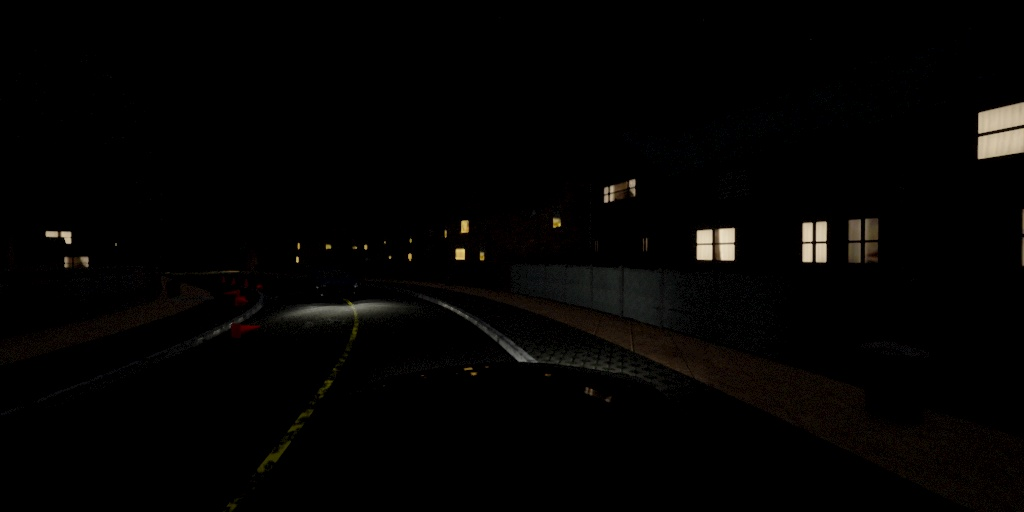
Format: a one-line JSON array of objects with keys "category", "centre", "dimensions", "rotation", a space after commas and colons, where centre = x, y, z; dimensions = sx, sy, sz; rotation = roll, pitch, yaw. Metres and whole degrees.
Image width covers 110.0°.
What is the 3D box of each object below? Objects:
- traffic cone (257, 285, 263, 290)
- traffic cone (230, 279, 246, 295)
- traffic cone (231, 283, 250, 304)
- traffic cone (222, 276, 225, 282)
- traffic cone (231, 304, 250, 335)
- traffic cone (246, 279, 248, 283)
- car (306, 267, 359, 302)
[{"category": "traffic cone", "centre": [-16.623, 1.779, 23.616], "dimensions": [0.340, 0.580, 0.340], "rotation": [0, 0, 44]}, {"category": "traffic cone", "centre": [-13.260, 1.518, 17.365], "dimensions": [0.340, 0.580, 0.340], "rotation": [0, 0, -21]}, {"category": "traffic cone", "centre": [-10.536, 1.462, 13.905], "dimensions": [0.340, 0.580, 0.340], "rotation": [0, 0, 29]}, {"category": "traffic cone", "centre": [-27.583, 2.232, 34.296], "dimensions": [0.340, 0.580, 0.340], "rotation": [0, 0, 43]}, {"category": "traffic cone", "centre": [-6.827, 1.560, 8.861], "dimensions": [0.340, 0.580, 0.340], "rotation": [0, 0, 22]}, {"category": "traffic cone", "centre": [-20.316, 2.048, 27.425], "dimensions": [0.340, 0.580, 0.340], "rotation": [0, 0, 43]}, {"category": "car", "centre": [-9.105, 1.330, 18.028], "dimensions": [1.882, 1.535, 5.008], "rotation": [0, -1, -35]}]
